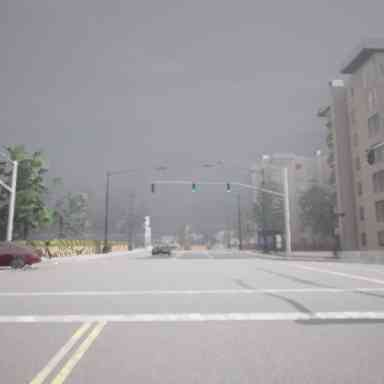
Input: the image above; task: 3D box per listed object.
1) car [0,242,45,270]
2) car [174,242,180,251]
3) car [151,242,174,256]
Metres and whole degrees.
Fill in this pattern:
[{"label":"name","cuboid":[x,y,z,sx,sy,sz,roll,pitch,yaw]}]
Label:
[{"label":"car","cuboid":[-10.568,3.484,18.117,4.674,1.442,1.812,1,-7,-10]},{"label":"car","cuboid":[-3.309,10.065,61.907,1.882,1.535,5.008,0,-9,0]},{"label":"car","cuboid":[-3.390,6.452,37.206,1.994,1.385,4.181,0,-9,0]}]
